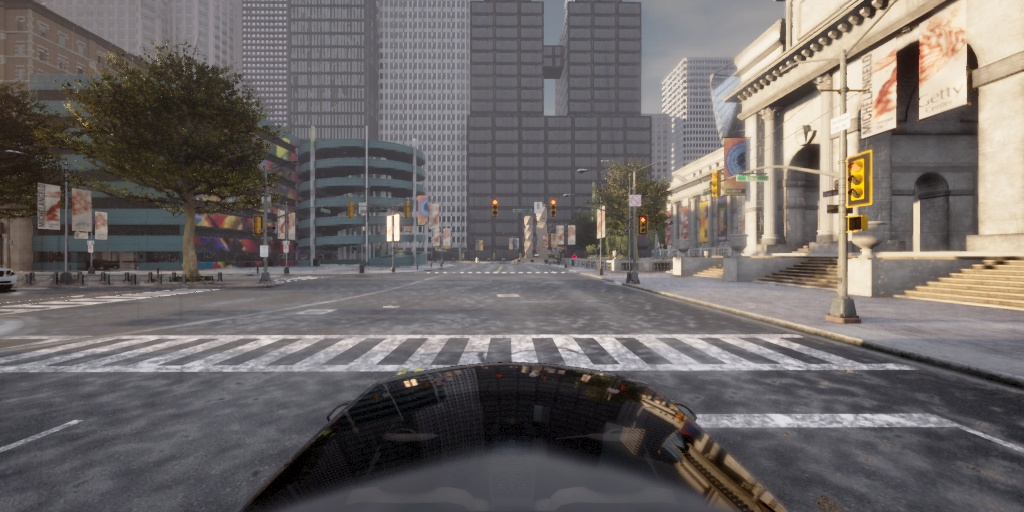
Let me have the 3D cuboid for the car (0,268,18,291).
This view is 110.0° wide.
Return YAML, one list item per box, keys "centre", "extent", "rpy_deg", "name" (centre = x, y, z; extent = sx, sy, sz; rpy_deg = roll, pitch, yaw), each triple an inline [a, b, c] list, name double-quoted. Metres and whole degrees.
- centre: [-31.152, 0.971, 19.773]
  extent: [5.566, 2.045, 2.150]
  rpy_deg: [0, 0, 0]
  name: "car"
